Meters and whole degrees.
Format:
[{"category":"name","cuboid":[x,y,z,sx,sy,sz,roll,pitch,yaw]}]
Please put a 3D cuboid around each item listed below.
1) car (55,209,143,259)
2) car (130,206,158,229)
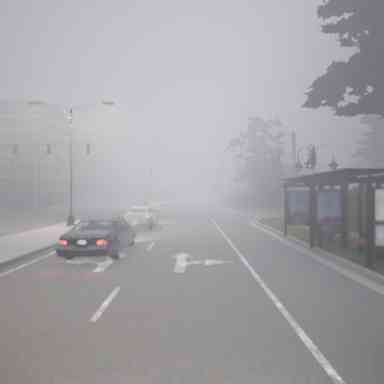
[{"category":"car","cuboid":[-3.394,1.615,12.769,2.033,1.411,5.357,0,0,0]},{"category":"car","cuboid":[-3.393,1.646,22.293,1.812,1.442,4.674,0,0,0]}]
